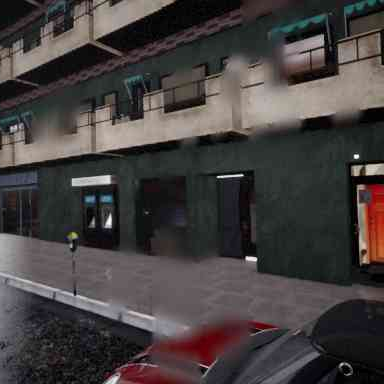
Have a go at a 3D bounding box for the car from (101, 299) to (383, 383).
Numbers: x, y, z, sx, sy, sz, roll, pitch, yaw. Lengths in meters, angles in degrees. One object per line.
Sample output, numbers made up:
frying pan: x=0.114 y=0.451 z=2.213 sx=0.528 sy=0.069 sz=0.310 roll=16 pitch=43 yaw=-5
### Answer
car: x=1.125 y=1.441 z=1.953 sx=4.097 sy=1.590 sz=1.967 roll=0 pitch=-2 yaw=36
